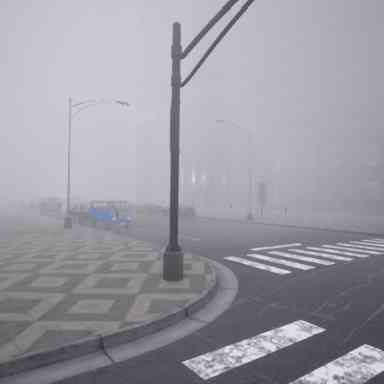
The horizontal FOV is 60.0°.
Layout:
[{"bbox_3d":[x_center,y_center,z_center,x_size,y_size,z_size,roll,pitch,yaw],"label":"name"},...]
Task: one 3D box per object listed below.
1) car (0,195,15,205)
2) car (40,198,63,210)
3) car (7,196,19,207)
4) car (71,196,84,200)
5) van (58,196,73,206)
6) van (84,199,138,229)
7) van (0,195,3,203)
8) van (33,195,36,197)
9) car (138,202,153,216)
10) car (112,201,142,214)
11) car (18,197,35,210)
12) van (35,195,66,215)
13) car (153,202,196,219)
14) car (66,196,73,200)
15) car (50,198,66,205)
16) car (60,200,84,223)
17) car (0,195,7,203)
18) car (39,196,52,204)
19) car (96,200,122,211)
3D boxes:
[{"bbox_3d":[-37.038,1.731,66.227,1.752,1.417,4.829,1,-1,-35],"label":"car"},{"bbox_3d":[-19.708,1.658,46.505,1.837,1.490,4.892,1,-1,-35],"label":"car"},{"bbox_3d":[-27.573,1.692,52.828,2.008,1.369,4.403,1,-1,-35],"label":"car"},{"bbox_3d":[-17.399,1.816,53.233,1.887,1.381,4.507,1,-1,-35],"label":"car"},{"bbox_3d":[-23.776,1.655,62.258,1.690,1.788,3.998,1,-1,-35],"label":"van"},{"bbox_3d":[-5.256,1.336,21.243,1.690,1.788,3.998,1,-1,-35],"label":"van"},{"bbox_3d":[-46.698,1.613,79.905,1.690,1.788,3.998,1,-1,-35],"label":"van"},{"bbox_3d":[-36.535,1.741,80.305,1.690,1.788,3.998,1,-1,-35],"label":"van"},{"bbox_3d":[-4.640,1.731,35.186,1.887,1.381,4.507,1,-1,-35],"label":"car"},{"bbox_3d":[-7.830,1.752,39.698,1.887,1.381,4.507,1,-1,-35],"label":"car"},{"bbox_3d":[-21.198,1.681,43.803,1.802,1.307,4.206,1,-1,-35],"label":"car"},{"bbox_3d":[-14.820,1.397,34.780,1.690,1.788,3.998,1,-1,-35],"label":"van"},{"bbox_3d":[-1.450,1.710,30.675,1.887,1.381,4.507,1,-1,-35],"label":"car"},{"bbox_3d":[-20.587,1.607,57.747,2.192,1.841,5.009,1,-1,-35],"label":"car"},{"bbox_3d":[-26.968,1.886,66.768,2.008,1.369,4.403,1,-1,-35],"label":"car"},{"bbox_3d":[-8.446,1.559,25.754,1.887,1.381,4.507,1,-1,-35],"label":"car"},{"bbox_3d":[-43.509,1.564,75.393,2.192,1.841,5.009,1,-1,-35],"label":"car"},{"bbox_3d":[-33.347,1.818,75.793,1.967,1.590,4.097,1,-1,-35],"label":"car"},{"bbox_3d":[-11.117,1.754,44.348,1.752,1.417,4.829,1,-1,-35],"label":"car"}]
